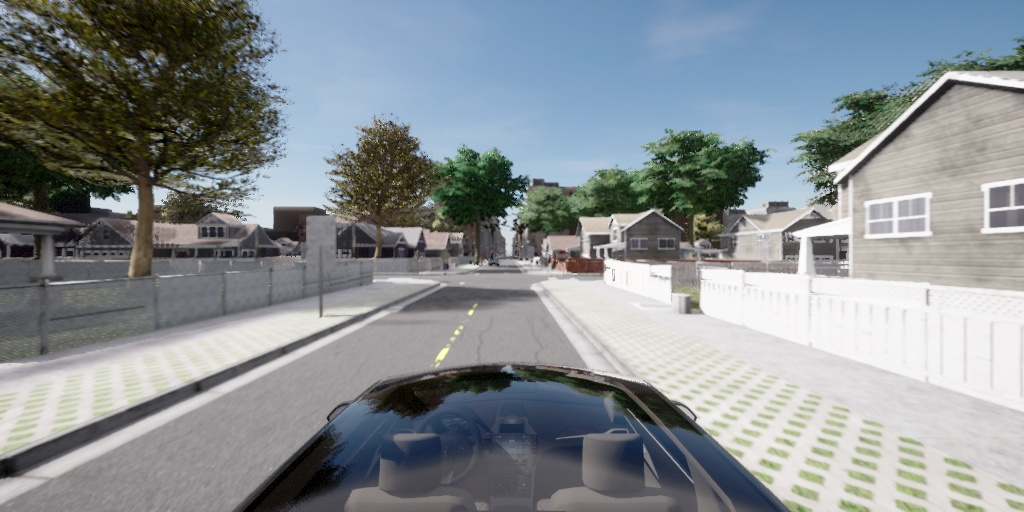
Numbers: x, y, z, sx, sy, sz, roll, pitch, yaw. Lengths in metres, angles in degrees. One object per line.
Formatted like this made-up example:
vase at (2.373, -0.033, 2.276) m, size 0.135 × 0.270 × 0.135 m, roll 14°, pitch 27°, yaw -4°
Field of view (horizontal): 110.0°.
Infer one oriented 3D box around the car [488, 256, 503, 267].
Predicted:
car at (-3.099, 1.104, 62.577) m, size 2.033 × 1.411 × 5.357 m, roll 0°, pitch 0°, yaw 0°
